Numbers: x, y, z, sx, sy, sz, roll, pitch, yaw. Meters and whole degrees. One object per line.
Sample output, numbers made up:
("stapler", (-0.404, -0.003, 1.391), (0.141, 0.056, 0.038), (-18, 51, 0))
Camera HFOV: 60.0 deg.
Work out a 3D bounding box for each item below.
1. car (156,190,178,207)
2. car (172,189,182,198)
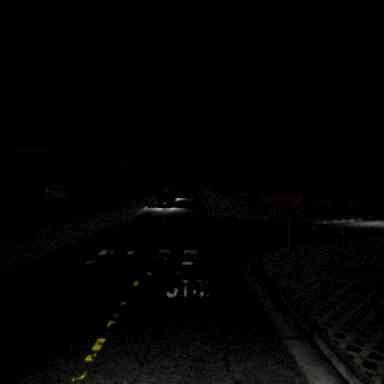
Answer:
("car", (-2.842, 0.853, 37.027), (1.837, 1.490, 4.892), (0, 2, 0))
("car", (-2.794, 0.236, 55.132), (1.812, 1.442, 4.674), (0, 2, 1))
